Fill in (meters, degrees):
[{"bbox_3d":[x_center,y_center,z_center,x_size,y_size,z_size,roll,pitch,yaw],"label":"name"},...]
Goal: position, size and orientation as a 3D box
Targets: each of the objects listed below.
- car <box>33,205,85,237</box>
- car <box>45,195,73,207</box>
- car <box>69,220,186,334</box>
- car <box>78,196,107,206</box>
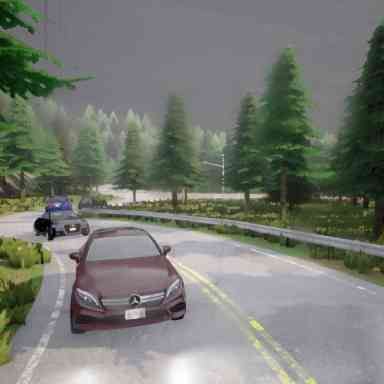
[{"bbox_3d":[-7.042,1.664,17.772,1.994,1.385,4.181,-4,2,-38],"label":"car"},{"bbox_3d":[-12.842,1.326,32.226,2.150,2.045,5.566,-1,0,-18],"label":"car"},{"bbox_3d":[-1.517,1.523,7.069,1.812,1.442,4.674,-2,0,-17],"label":"car"},{"bbox_3d":[-12.692,1.289,42.814,2.097,1.767,4.553,2,2,13],"label":"car"}]
